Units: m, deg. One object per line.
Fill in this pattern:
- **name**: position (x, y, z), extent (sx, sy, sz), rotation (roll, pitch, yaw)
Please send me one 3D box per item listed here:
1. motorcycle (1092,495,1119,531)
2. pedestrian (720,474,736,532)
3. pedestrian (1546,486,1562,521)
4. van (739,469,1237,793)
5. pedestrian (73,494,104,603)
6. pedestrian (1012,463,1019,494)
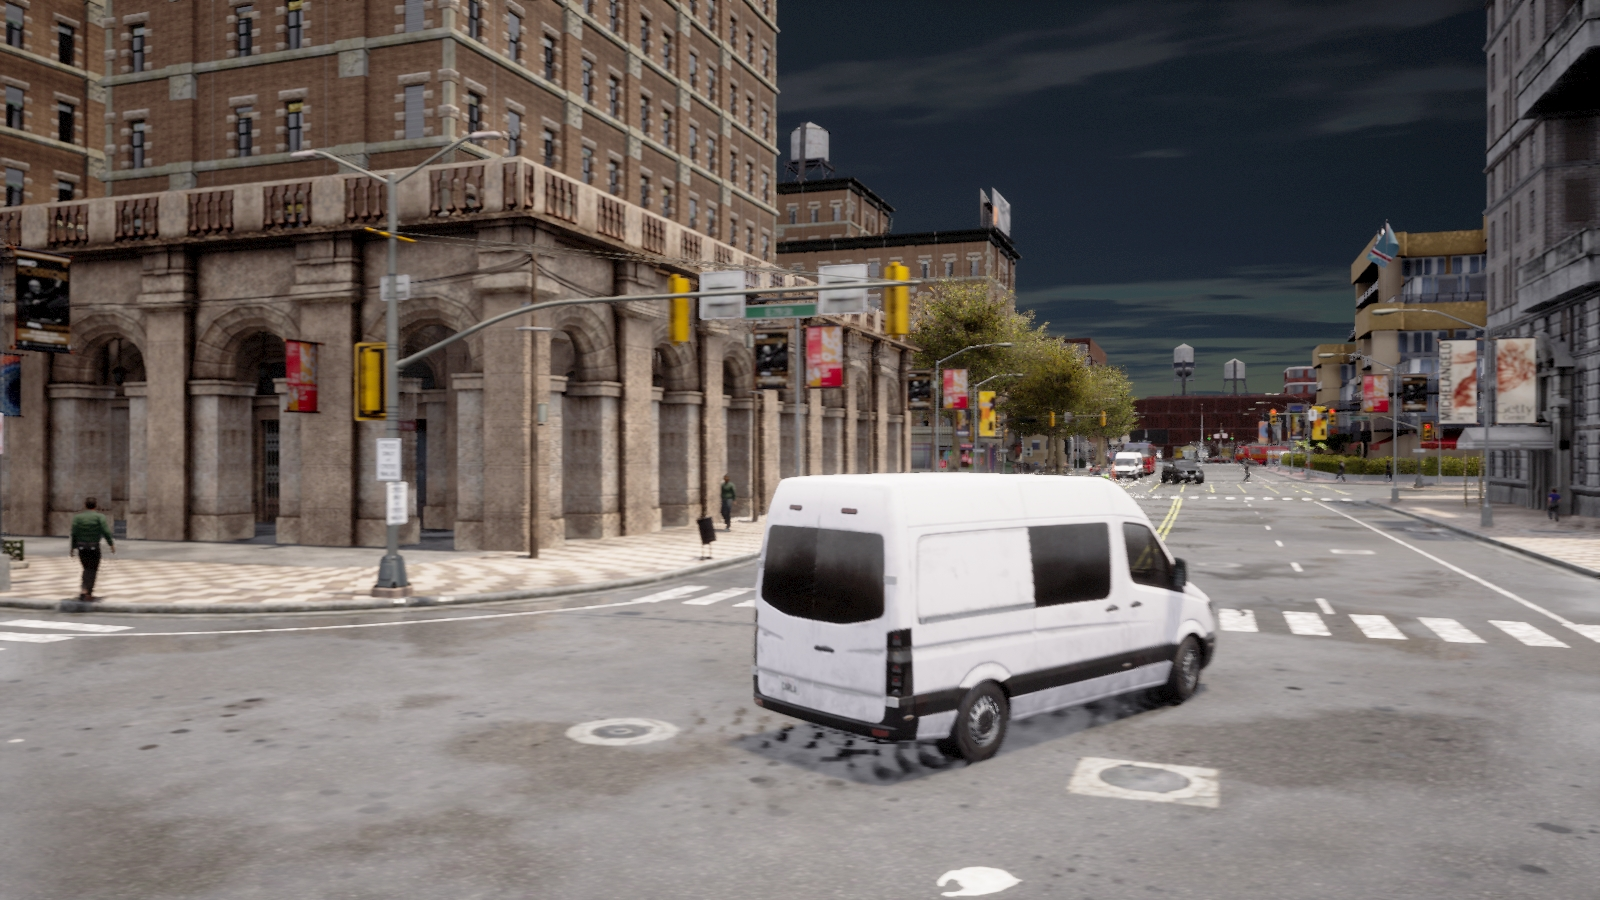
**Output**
- **motorcycle**: position (10.858, 2.213, 40.523), extent (0.803, 1.145, 2.033), rotation (0, 0, 18)
- **pedestrian**: position (-2.307, 1.697, 36.754), extent (0.375, 1.860, 0.375), rotation (0, 0, 24)
- **pedestrian**: position (27.944, 1.976, 42.329), extent (0.375, 1.300, 0.375), rotation (0, 0, 12)
- **van**: position (2.276, 1.534, 12.141), extent (5.915, 2.561, 1.988), rotation (0, 1, -43)
- **pedestrian**: position (-12.334, 1.697, 19.805), extent (0.375, 1.860, 0.375), rotation (0, 0, -19)
- **pedestrian**: position (13.126, 1.743, 69.668), extent (0.375, 1.860, 0.375), rotation (0, 0, 7)
